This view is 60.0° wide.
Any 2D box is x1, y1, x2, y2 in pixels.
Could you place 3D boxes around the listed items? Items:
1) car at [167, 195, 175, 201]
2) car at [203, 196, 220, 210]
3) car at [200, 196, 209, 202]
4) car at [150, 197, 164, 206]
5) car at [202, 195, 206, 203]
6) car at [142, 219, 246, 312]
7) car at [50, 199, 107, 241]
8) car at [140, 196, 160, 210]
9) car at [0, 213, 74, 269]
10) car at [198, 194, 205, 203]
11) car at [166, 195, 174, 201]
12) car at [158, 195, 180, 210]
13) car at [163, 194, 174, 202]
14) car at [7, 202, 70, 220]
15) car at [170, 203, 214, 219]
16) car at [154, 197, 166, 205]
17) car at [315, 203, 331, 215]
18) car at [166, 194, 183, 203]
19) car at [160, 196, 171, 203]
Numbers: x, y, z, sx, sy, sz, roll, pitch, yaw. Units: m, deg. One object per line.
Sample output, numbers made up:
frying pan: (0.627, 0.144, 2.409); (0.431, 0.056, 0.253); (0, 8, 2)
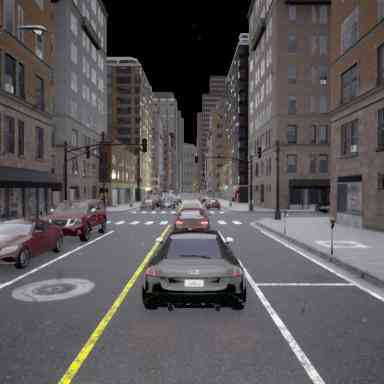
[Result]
car: (-5.773, 1.546, 93.758); (1.967, 1.590, 4.097); (-1, 0, 0)
car: (2.804, 1.600, 43.710); (1.802, 1.307, 4.206); (-1, 0, 0)
car: (2.770, 1.616, 77.090); (1.887, 1.381, 4.507); (-1, 0, 0)
car: (-5.733, 1.577, 54.803); (1.887, 1.381, 4.507); (-1, 0, 0)
car: (2.798, 1.550, 49.443); (1.752, 1.417, 4.829); (-1, 0, 0)
car: (0.058, 1.563, 7.820); (1.994, 1.385, 4.181); (0, 0, 1)
car: (-5.696, 1.315, 16.673); (2.192, 1.841, 5.009); (-1, 0, 0)
car: (-5.721, 1.600, 43.673); (1.802, 1.307, 4.206); (-1, 0, 0)
car: (-5.687, 1.581, 11.091); (1.802, 1.307, 4.206); (-1, 0, 0)
car: (2.782, 1.595, 65.962); (1.887, 1.381, 4.507); (-1, 0, 0)
car: (-5.766, 1.640, 88.193); (1.887, 1.381, 4.507); (-1, 0, 0)
car: (-3.143, 1.511, 44.373); (2.128, 1.511, 4.902); (0, 0, 0)
car: (-5.764, 1.399, 82.628); (2.192, 1.841, 5.009); (-1, 0, 0)
car: (-13.268, 1.613, 28.889); (4.674, 1.442, 1.812); (0, 1, 2)
car: (0.003, 1.526, 16.957); (1.812, 1.442, 4.674); (0, 0, 0)
car: (-5.738, 1.566, 60.198); (1.752, 1.417, 4.829); (-1, 0, 0)
car: (14.829, 1.430, 32.250); (5.357, 1.411, 2.033); (0, 1, 2)
car: (-3.145, 1.526, 55.261); (2.128, 1.511, 4.902); (0, 0, 0)
car: (-5.750, 1.611, 71.497); (2.008, 1.369, 4.403); (-1, 0, 0)
